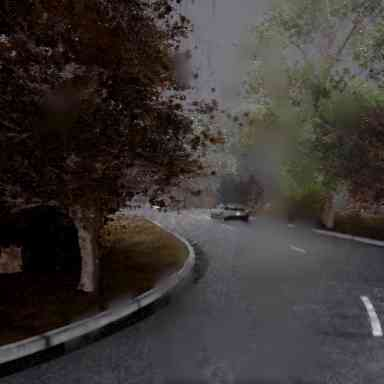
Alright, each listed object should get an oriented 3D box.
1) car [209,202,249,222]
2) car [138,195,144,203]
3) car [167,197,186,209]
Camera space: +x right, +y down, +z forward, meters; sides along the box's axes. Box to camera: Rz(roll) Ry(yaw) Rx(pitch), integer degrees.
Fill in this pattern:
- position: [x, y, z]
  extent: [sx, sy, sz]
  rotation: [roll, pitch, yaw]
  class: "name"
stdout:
- position: [2.721, 1.476, 25.294]
  extent: [1.994, 1.385, 4.181]
  rotation: [1, 0, -15]
  class: "car"
- position: [-13.240, 1.746, 81.843]
  extent: [2.150, 2.045, 5.566]
  rotation: [1, -2, -17]
  class: "car"
- position: [-2.073, 1.386, 42.465]
  extent: [1.837, 1.490, 4.892]
  rotation: [1, -1, -16]
  class: "car"
